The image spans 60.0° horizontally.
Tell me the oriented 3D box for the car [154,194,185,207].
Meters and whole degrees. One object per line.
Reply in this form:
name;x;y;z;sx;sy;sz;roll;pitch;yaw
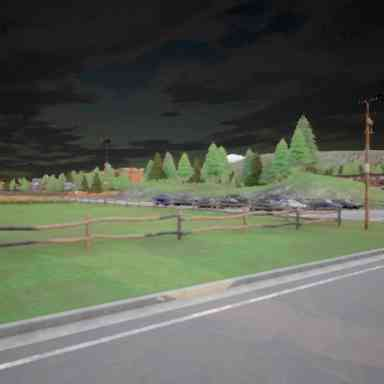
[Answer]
car;-4.054;1.276;53.388;2.150;2.045;5.566;0;0;-36

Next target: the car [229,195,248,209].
car;5.399;1.542;46.344;1.882;1.535;5.008;0;0;-36

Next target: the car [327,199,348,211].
car;16.907;1.605;42.451;1.812;1.442;4.674;0;0;-37

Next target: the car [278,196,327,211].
car;13.434;1.619;41.270;2.033;1.411;5.357;0;0;-36

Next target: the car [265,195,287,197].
car;11.415;1.570;49.983;2.128;1.511;4.902;0;0;-36

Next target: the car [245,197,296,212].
car;8.464;1.562;36.208;1.837;1.490;4.892;0;0;-36

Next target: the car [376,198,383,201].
car;7.487;1.246;9.113;5.566;2.045;2.150;0;0;-36

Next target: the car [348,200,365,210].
car;19.932;1.633;44.244;2.033;1.411;5.357;0;0;-36

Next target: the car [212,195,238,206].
car;5.710;1.432;57.847;2.097;1.767;4.553;0;0;-36

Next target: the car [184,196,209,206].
car;0.765;1.549;58.684;1.882;1.535;5.008;0;0;-36

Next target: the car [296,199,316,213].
car;11.337;1.590;38.208;1.812;1.442;4.674;0;0;-36

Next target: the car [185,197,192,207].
car;-0.645;1.612;54.647;2.033;1.411;5.357;0;0;-36

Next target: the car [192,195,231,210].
car;2.524;1.562;44.347;1.837;1.490;4.892;0;0;-36
